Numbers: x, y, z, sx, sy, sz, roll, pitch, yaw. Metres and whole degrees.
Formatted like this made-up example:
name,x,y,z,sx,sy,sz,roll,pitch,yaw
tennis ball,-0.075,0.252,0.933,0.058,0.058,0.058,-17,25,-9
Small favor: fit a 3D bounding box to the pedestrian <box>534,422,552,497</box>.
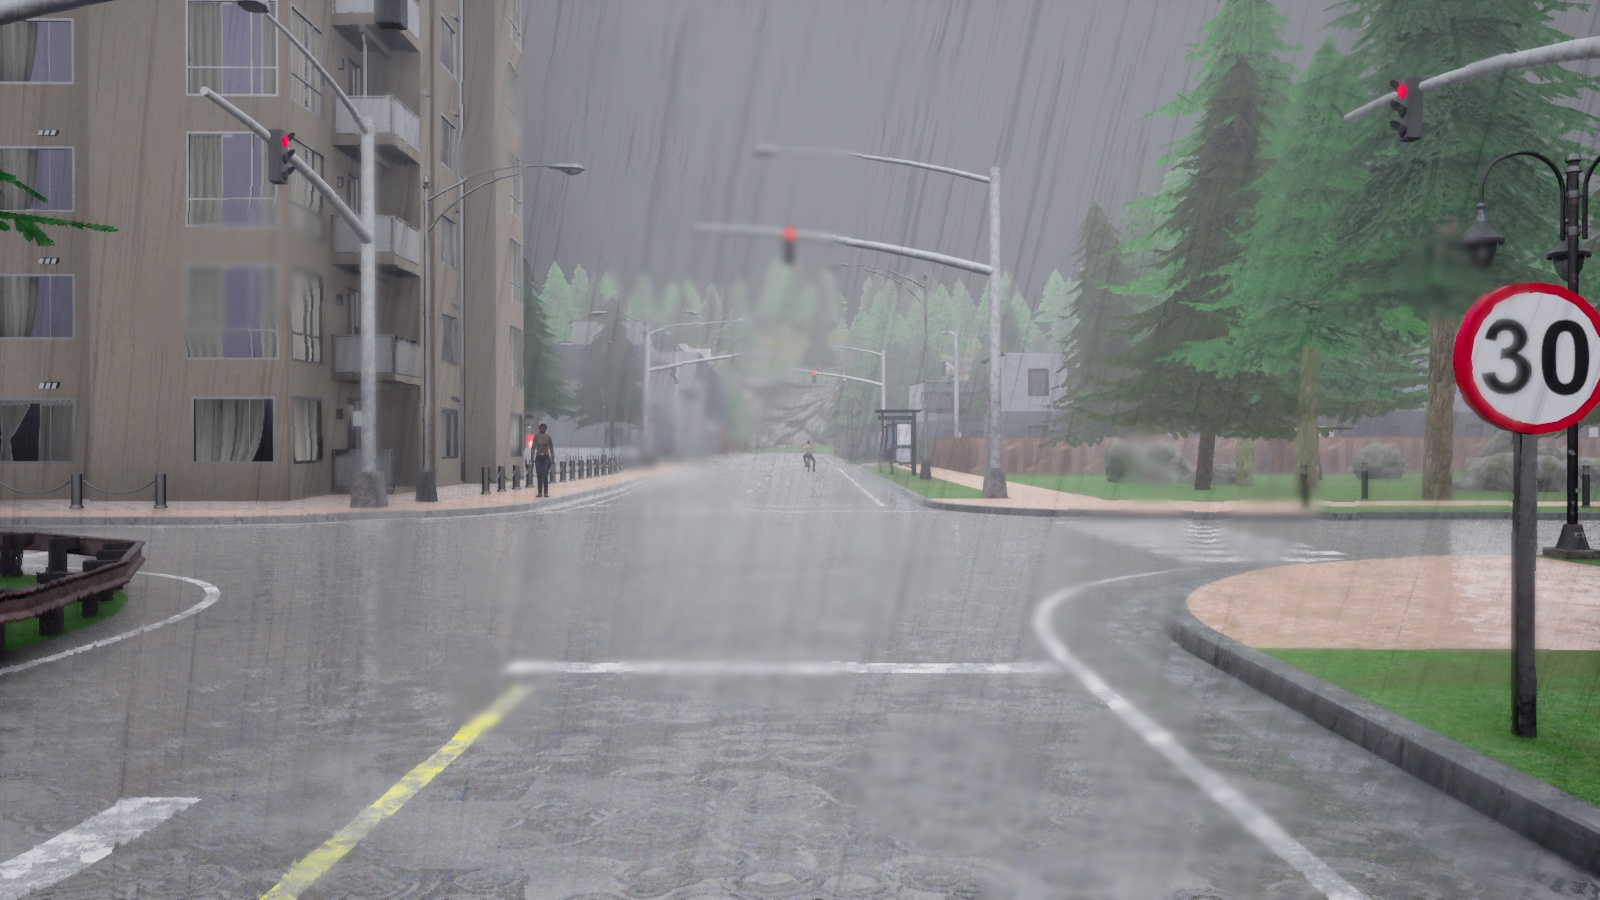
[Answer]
name,x,y,z,sx,sy,sz,roll,pitch,yaw
pedestrian,-6.340,0.227,30.944,0.328,1.805,0.869,0,0,-5
